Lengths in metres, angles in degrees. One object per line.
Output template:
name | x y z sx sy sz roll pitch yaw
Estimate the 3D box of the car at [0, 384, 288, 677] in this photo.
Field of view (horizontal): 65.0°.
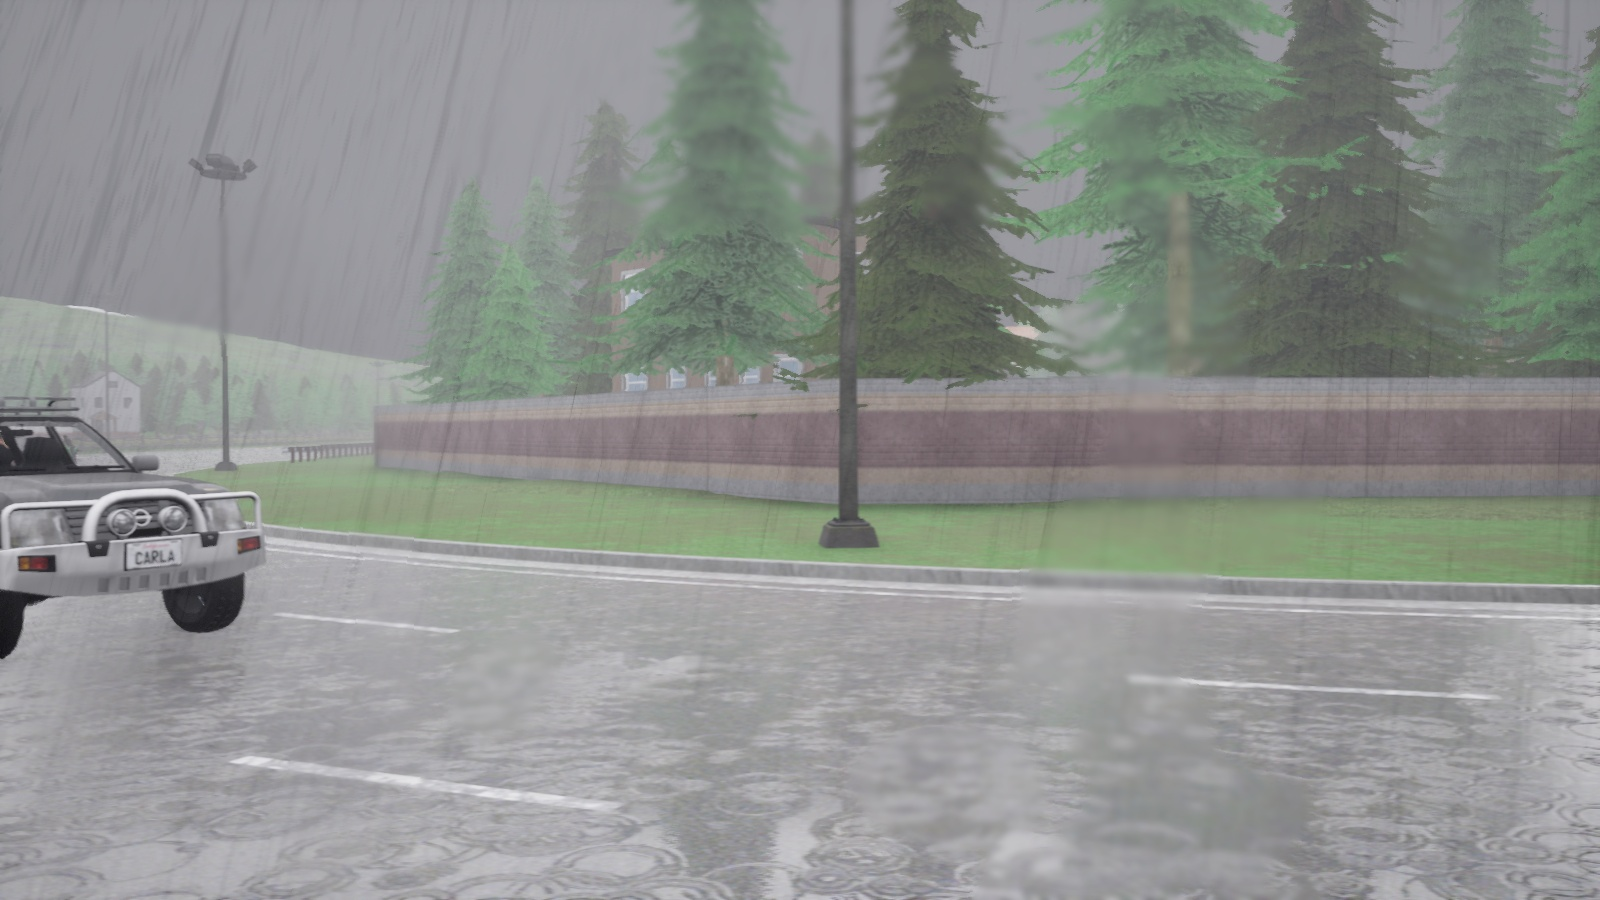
car | -6.357 0.468 9.994 4.605 1.855 1.932 1 1 33
